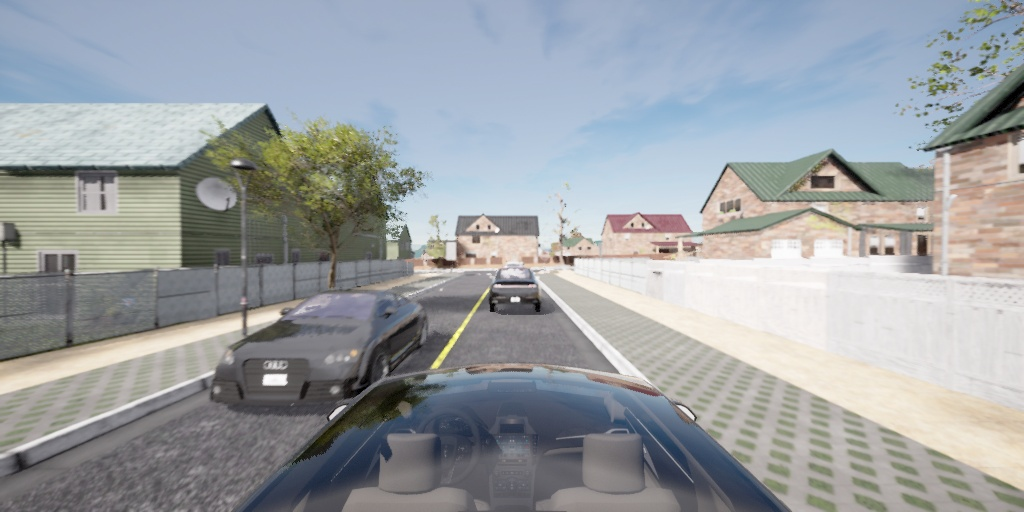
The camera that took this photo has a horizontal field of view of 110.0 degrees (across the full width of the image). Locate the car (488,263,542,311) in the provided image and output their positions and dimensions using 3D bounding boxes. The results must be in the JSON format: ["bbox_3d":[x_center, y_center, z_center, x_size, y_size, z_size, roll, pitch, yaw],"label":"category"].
[{"bbox_3d":[0.106,1.191,14.045,2.128,1.511,4.902,0,0,0],"label":"car"}]

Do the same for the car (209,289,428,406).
[{"bbox_3d":[-2.846,1.293,6.299,1.994,1.385,4.181,0,0,0],"label":"car"}]
